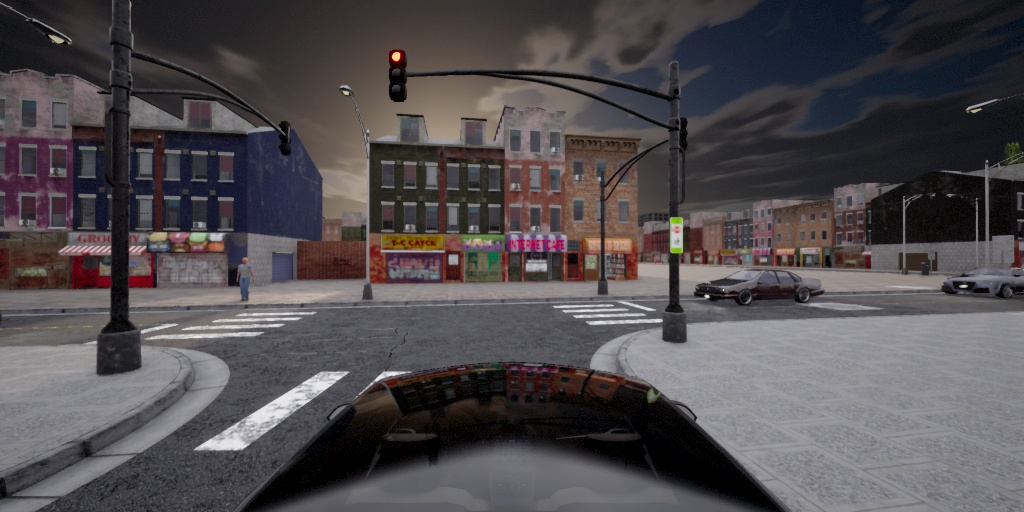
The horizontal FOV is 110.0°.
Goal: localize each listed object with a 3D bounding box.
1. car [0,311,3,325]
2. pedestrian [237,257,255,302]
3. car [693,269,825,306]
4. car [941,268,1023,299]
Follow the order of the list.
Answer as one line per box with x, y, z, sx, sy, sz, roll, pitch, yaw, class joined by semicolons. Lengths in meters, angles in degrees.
-15.410;1.278;8.332;4.902;1.511;2.128;0;0;-8;car
-11.107;0.945;14.926;0.375;1.860;0.375;0;0;-9;pedestrian
10.641;1.274;15.441;5.357;1.411;2.033;0;0;-14;car
23.493;1.257;17.389;4.181;1.385;1.994;0;0;-9;car
